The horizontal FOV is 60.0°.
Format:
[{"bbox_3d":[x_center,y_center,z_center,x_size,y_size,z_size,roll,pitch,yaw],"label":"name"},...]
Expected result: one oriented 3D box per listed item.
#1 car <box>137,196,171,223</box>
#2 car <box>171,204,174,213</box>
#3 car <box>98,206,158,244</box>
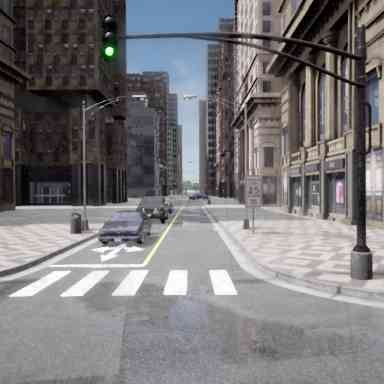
[{"bbox_3d":[-3.117,1.344,26.775,2.150,2.045,5.566,0,0,-1],"label":"car"},{"bbox_3d":[-3.104,1.678,37.106,1.812,1.442,4.674,0,0,0],"label":"car"},{"bbox_3d":[-3.114,1.640,16.556,2.033,1.411,5.357,0,0,0],"label":"car"}]
